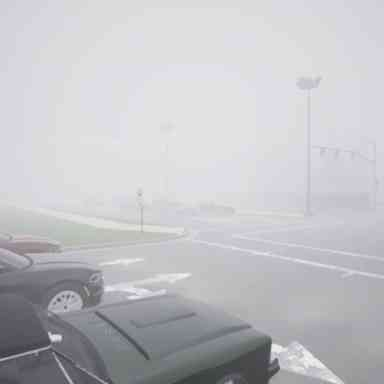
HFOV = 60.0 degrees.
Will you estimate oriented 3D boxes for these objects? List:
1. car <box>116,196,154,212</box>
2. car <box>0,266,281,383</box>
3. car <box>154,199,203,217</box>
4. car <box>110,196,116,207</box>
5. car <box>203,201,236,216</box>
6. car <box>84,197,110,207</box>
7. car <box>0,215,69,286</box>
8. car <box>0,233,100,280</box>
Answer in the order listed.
[{"bbox_3d":[-6.744,1.345,39.113,2.097,1.767,4.553,0,0,-36],"label":"car"},{"bbox_3d":[-1.459,1.601,2.720,4.718,1.301,1.895,0,0,-35],"label":"car"},{"bbox_3d":[-1.415,1.594,31.817,1.895,1.301,4.718,0,0,-36],"label":"car"},{"bbox_3d":[-11.339,1.344,51.391,2.097,1.767,4.553,0,0,-34],"label":"car"},{"bbox_3d":[2.129,1.593,32.900,1.895,1.301,4.718,0,0,-36],"label":"car"},{"bbox_3d":[-14.558,1.471,49.864,1.882,1.535,5.008,0,0,-36],"label":"car"},{"bbox_3d":[-5.856,1.478,8.189,5.008,1.535,1.882,0,0,-35],"label":"car"},{"bbox_3d":[-3.917,1.478,5.270,5.008,1.535,1.882,0,0,-35],"label":"car"}]
